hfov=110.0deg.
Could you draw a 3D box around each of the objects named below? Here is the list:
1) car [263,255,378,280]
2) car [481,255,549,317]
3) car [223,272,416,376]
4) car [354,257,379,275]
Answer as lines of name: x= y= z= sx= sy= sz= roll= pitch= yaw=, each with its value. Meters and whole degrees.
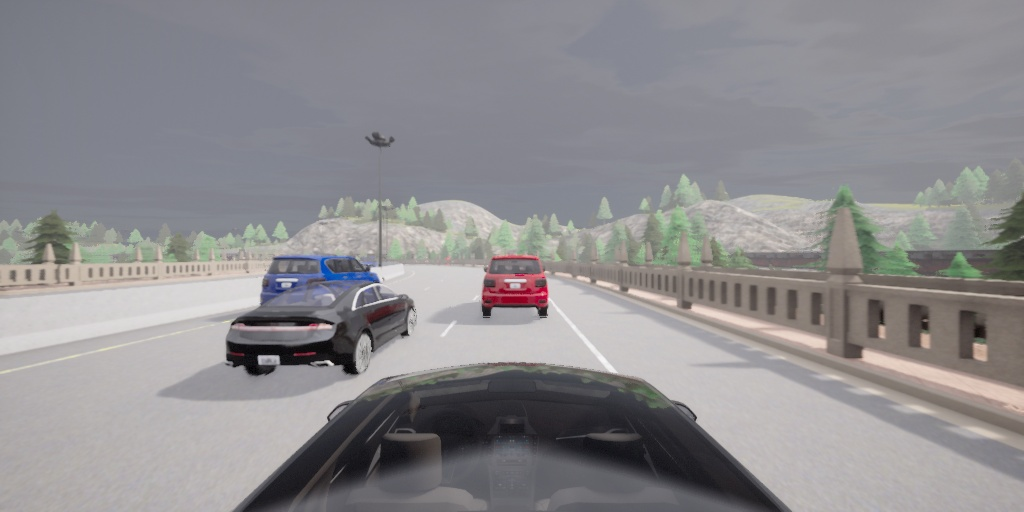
car: x=-6.905 y=0.992 z=13.660 sx=2.150 sy=2.045 sz=5.566 roll=0 pitch=0 yaw=0
car: x=0.096 y=0.992 z=13.369 sx=2.150 sy=2.045 sz=5.566 roll=0 pitch=0 yaw=0
car: x=-3.401 y=1.249 z=7.442 sx=2.128 sy=1.511 sz=4.902 roll=0 pitch=0 yaw=0
car: x=-17.374 y=1.097 z=43.085 sx=2.150 sy=2.045 sz=5.566 roll=0 pitch=0 yaw=-15
